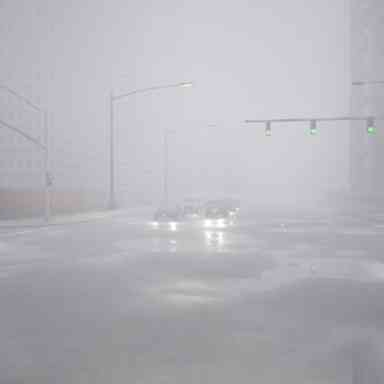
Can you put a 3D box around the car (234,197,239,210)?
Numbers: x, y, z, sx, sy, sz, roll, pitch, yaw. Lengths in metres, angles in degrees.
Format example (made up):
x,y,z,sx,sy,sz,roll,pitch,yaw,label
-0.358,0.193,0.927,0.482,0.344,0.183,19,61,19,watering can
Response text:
x,y,z,sx,sy,sz,roll,pitch,yaw,label
4.244,1.519,40.317,1.837,1.490,4.892,0,0,11,car

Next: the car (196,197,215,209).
x,y,z,sx,sy,sz,roll,pitch,yaw,label
2.016,1.495,47.043,1.882,1.535,5.008,0,0,12,car

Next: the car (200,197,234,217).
x,y,z,sx,sy,sz,roll,pitch,yaw,label
2.439,1.503,31.281,2.128,1.511,4.902,0,0,11,car

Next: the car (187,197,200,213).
x,y,z,sx,sy,sz,roll,pitch,yaw,label
-0.068,1.366,36.631,2.097,1.767,4.553,0,0,11,car

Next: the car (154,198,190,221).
x,y,z,sx,sy,sz,roll,pitch,yaw,label
-1.765,1.537,27.996,1.812,1.442,4.674,0,0,11,car

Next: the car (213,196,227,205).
x,y,z,sx,sy,sz,roll,pitch,yaw,label
5.258,1.571,62.832,2.033,1.411,5.357,0,0,11,car
